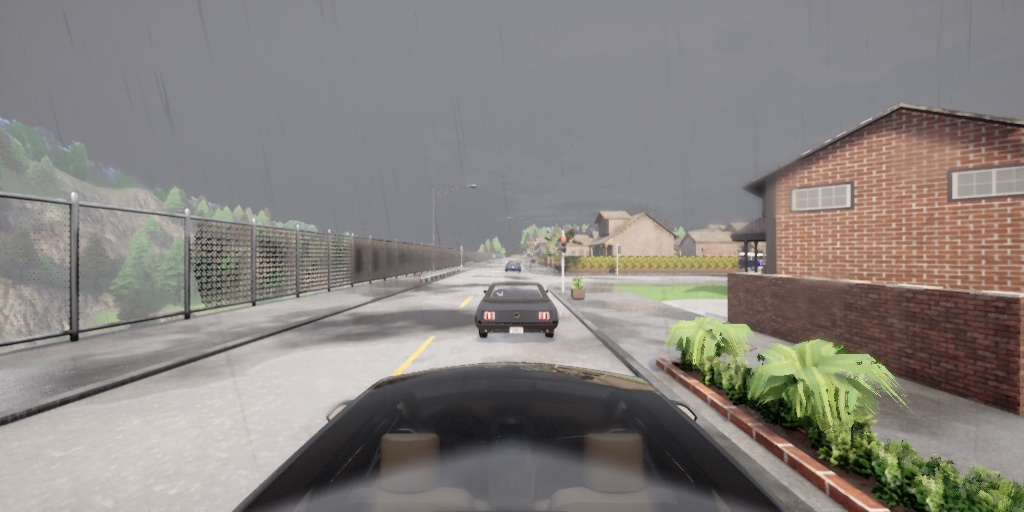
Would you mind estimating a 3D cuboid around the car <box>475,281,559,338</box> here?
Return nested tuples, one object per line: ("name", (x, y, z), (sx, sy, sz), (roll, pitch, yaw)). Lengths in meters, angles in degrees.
("car", (0.108, 1.350, 10.145), (1.895, 1.301, 4.718), (0, 0, 0))

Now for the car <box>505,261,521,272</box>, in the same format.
("car", (0.151, 1.309, 45.432), (1.994, 1.385, 4.181), (0, 0, 0))
